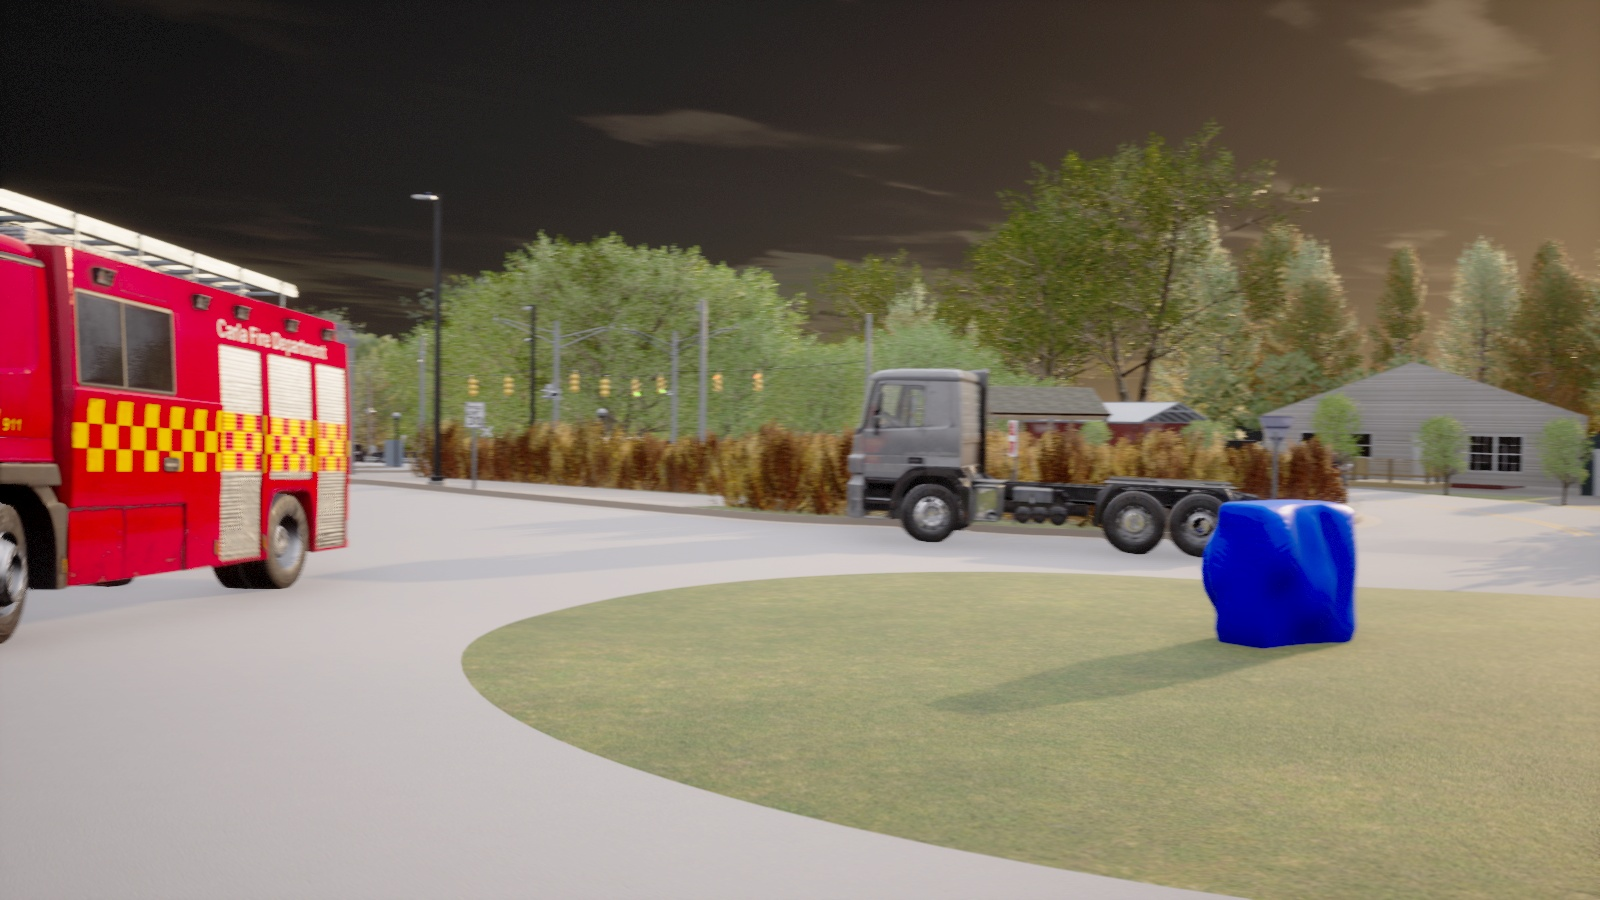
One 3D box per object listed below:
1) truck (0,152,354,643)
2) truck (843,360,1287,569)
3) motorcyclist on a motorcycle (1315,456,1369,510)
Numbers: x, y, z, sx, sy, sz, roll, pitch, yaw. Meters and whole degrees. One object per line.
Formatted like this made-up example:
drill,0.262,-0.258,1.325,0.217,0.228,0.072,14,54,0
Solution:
truck,-7.557,-0.370,12.353,2.891,3.827,8.468,1,-1,3
truck,5.117,0.155,24.666,7.936,3.462,2.891,3,2,17
motorcyclist on a motorcycle,16.615,0.996,38.524,0.866,1.590,1.817,0,1,0
